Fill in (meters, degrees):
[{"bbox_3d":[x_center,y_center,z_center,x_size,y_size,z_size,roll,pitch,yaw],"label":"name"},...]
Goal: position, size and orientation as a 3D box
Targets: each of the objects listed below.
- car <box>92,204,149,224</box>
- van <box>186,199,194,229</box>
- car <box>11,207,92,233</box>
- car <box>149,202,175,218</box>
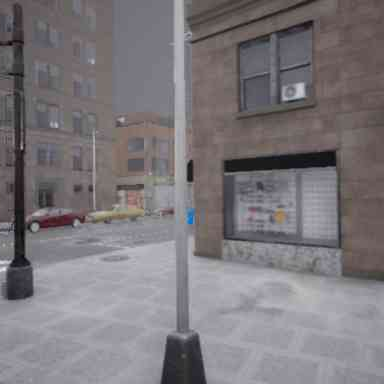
[{"bbox_3d":[-5.761,1.574,25.179,1.752,1.417,4.829,0,0,36],"label":"car"},{"bbox_3d":[1.251,1.260,20.315,1.690,1.788,3.998,0,0,36],"label":"van"},{"bbox_3d":[-8.892,1.645,20.875,1.887,1.381,4.507,0,0,36],"label":"car"},{"bbox_3d":[-2.428,1.577,29.759,1.802,1.307,4.206,0,0,36],"label":"car"}]
